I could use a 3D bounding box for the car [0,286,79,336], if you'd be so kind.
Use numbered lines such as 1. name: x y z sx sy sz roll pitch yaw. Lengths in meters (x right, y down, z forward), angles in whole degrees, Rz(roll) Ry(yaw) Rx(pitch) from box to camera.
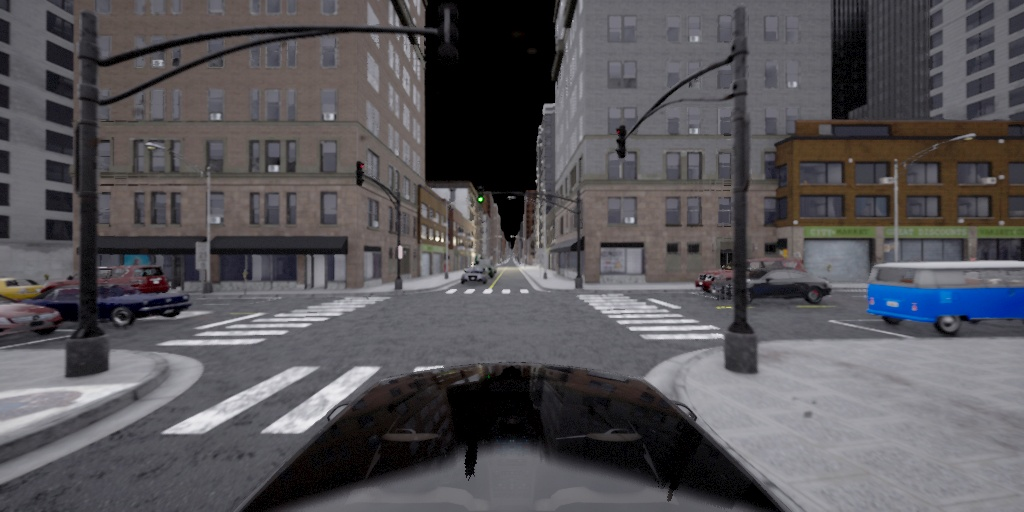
1. car: -14.820 1.603 9.609 4.207 1.307 1.802 0 0 0

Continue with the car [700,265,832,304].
1. car: 11.100 1.252 15.561 4.674 1.442 1.812 -1 0 1

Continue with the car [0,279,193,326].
1. car: -13.955 1.619 12.280 4.718 1.301 1.895 -1 0 0

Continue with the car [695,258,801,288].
1. car: 12.094 1.037 18.207 5.009 1.841 2.192 0 0 0

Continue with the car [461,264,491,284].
1. car: -3.102 1.600 30.270 1.994 1.385 4.181 0 -1 0

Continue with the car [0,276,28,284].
1. car: -26.021 1.708 18.105 4.829 1.417 1.751 0 0 0

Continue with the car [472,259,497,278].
1. car: -3.098 1.355 39.639 2.150 2.045 5.566 0 0 0

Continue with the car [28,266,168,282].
1. car: -20.347 1.428 18.120 5.009 1.841 2.192 0 0 0

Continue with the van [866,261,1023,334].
1. van: 12.117 1.039 9.681 3.998 1.789 1.690 0 0 0
